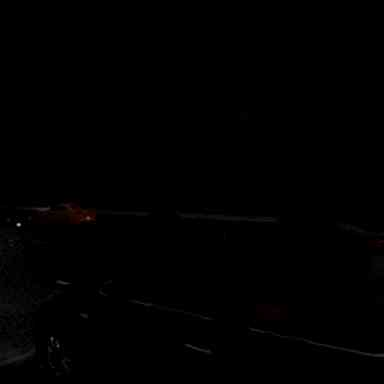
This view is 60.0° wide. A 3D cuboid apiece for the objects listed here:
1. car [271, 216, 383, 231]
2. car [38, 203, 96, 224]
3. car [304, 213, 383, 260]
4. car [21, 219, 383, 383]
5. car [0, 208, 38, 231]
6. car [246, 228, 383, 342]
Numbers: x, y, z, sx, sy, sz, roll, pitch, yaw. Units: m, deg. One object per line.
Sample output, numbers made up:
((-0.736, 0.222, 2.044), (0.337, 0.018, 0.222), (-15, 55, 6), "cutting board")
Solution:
((3.272, 1.488, 10.256), (5.008, 1.535, 1.882), (0, 0, 35), "car")
((-8.784, 1.547, 23.155), (5.008, 1.535, 1.882), (0, 0, 35), "car")
((6.532, 1.570, 12.230), (4.181, 1.385, 1.994), (0, 0, 36), "car")
((0.193, 1.358, 3.854), (4.553, 1.767, 2.097), (0, 0, 35), "car")
((-12.236, 1.676, 21.317), (4.718, 1.301, 1.895), (0, 0, 35), "car")
((3.799, 1.547, 5.582), (5.357, 1.411, 2.033), (0, 0, 35), "car")
